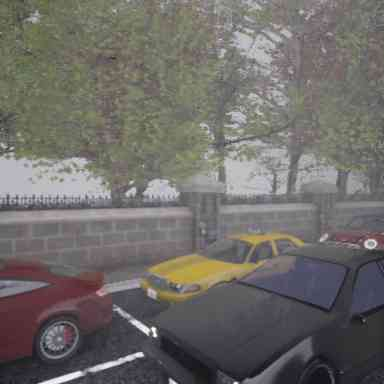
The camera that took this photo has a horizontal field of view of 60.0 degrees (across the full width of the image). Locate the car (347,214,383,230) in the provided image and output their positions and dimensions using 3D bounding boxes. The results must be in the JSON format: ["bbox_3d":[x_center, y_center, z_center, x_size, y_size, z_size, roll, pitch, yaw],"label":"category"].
[{"bbox_3d":[5.889,1.445,10.757,4.097,1.590,1.967,0,0,-35],"label":"car"}]

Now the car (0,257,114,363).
[{"bbox_3d":[-3.130,1.582,4.324,4.206,1.307,1.802,0,0,-35],"label":"car"}]

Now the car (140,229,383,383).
[{"bbox_3d":[2.020,1.549,4.820,5.357,1.411,2.033,0,0,-36],"label":"car"}]

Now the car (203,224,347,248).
[{"bbox_3d":[1.241,1.528,7.442,4.829,1.417,1.752,0,0,-35],"label":"car"}]
